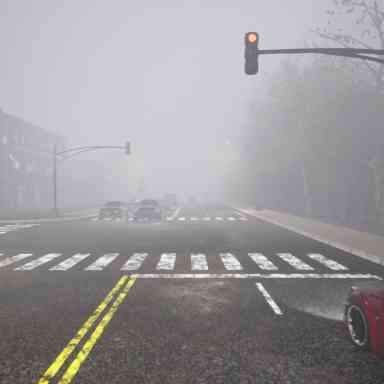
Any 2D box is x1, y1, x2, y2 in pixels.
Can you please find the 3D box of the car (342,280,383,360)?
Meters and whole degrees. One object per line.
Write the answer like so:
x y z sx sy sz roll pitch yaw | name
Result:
3.348 1.563 3.519 1.994 1.385 4.181 0 0 0 | car

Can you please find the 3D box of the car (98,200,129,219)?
-6.642 1.498 28.711 1.837 1.490 4.892 0 0 0 | car

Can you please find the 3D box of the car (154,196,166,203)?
-6.604 1.575 68.956 1.895 1.301 4.718 0 0 0 | car

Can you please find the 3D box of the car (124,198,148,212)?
-6.655 1.479 40.205 2.128 1.511 4.902 0 0 0 | car

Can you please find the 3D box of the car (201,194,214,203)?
3.248 1.576 66.101 1.895 1.301 4.718 0 0 0 | car

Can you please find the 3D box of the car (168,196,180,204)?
-3.393 1.524 64.271 2.033 1.411 5.357 0 0 0 | car

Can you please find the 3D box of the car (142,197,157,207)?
-6.658 1.507 52.823 1.812 1.442 4.674 0 0 0 | car

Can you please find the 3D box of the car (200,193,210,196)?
3.139 1.195 76.284 2.150 2.045 5.566 0 0 0 | car

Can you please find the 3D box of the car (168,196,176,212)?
-3.407 1.535 39.226 2.033 1.411 5.357 0 0 0 | car

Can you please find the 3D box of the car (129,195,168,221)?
-3.387 1.344 26.726 2.097 1.767 4.553 0 0 0 | car

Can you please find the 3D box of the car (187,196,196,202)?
-0.114 1.564 77.262 1.895 1.301 4.718 0 0 0 | car

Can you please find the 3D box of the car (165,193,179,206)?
-3.420 1.207 52.137 2.150 2.045 5.566 0 0 0 | car

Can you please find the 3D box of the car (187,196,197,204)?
0.004 1.453 65.644 1.882 1.535 5.008 0 0 0 | car
